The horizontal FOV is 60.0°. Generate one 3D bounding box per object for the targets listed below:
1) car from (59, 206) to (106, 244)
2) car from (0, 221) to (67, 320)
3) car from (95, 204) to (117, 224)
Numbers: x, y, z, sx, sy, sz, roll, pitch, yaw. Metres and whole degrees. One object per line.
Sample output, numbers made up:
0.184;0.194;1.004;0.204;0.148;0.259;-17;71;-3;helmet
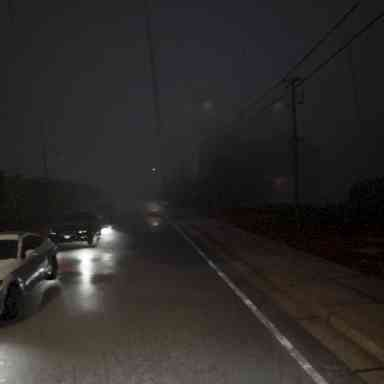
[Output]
-5.744;1.715;16.803;1.837;1.490;4.892;-2;0;-8;car
-4.436;1.686;7.623;1.812;1.442;4.674;-2;0;-8;car
-7.135;1.754;26.694;2.128;1.511;4.902;-2;0;-8;car
